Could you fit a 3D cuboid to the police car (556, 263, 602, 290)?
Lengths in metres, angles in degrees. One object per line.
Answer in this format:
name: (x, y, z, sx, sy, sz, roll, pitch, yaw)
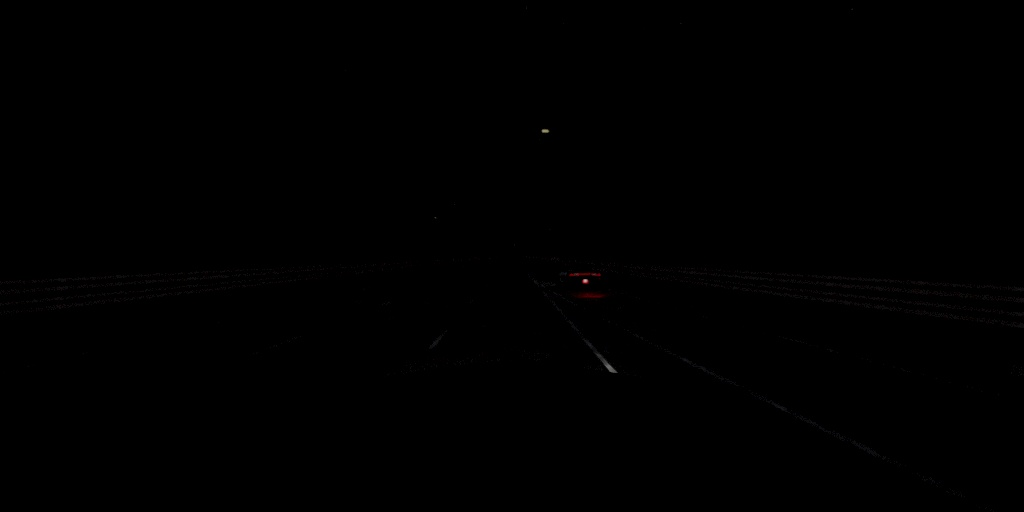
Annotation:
police car: (4.001, 1.237, 22.460, 2.038, 1.542, 4.974, 0, 0, -3)
